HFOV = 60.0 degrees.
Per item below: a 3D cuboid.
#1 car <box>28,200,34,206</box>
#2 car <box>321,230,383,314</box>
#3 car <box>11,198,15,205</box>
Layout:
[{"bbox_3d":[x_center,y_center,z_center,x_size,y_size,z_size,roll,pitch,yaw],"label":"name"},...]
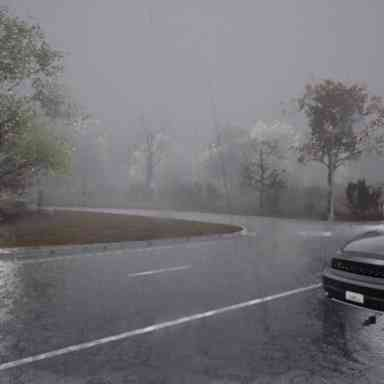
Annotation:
[{"bbox_3d":[-30.088,1.887,58.572,5.008,1.535,1.882,0,-1,30],"label":"car"},{"bbox_3d":[4.756,1.572,7.196,4.892,1.490,1.837,0,0,-37],"label":"car"},{"bbox_3d":[-32.326,1.612,56.151,5.566,2.045,2.150,0,-1,29],"label":"car"}]
